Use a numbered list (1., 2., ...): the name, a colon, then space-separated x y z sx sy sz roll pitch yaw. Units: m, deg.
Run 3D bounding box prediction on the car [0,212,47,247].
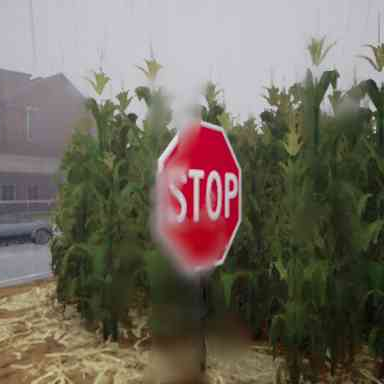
1. car: -7.747 1.511 13.072 1.994 1.385 4.181 0 0 35
